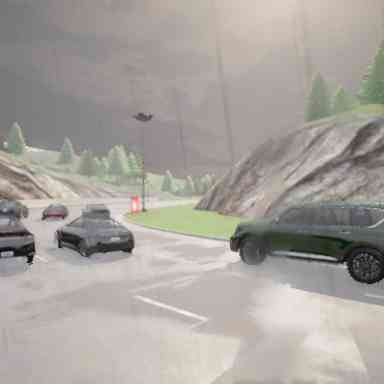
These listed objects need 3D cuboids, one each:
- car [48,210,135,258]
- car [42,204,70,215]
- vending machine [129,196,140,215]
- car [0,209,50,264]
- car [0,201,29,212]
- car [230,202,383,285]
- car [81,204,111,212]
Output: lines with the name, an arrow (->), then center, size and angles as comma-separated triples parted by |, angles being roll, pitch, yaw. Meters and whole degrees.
car -> -4.028, 1.662, 13.445 | 1.994, 1.385, 4.181 | 0, -1, -40
car -> -12.681, 1.783, 31.192 | 1.994, 1.385, 4.181 | 0, 0, -14
vending machine -> -6.457, 1.476, 37.542 | 1.100, 2.100, 0.880 | 0, 0, -6
car -> -6.803, 1.568, 11.347 | 2.128, 1.511, 4.902 | 0, -1, -40
car -> -15.744, 1.549, 29.129 | 2.097, 1.767, 4.553 | 0, 0, -16
car -> 3.862, 1.310, 10.126 | 5.566, 2.045, 2.150 | 0, 0, 40
car -> -7.603, 1.696, 26.362 | 1.837, 1.490, 4.892 | 0, 0, -23
